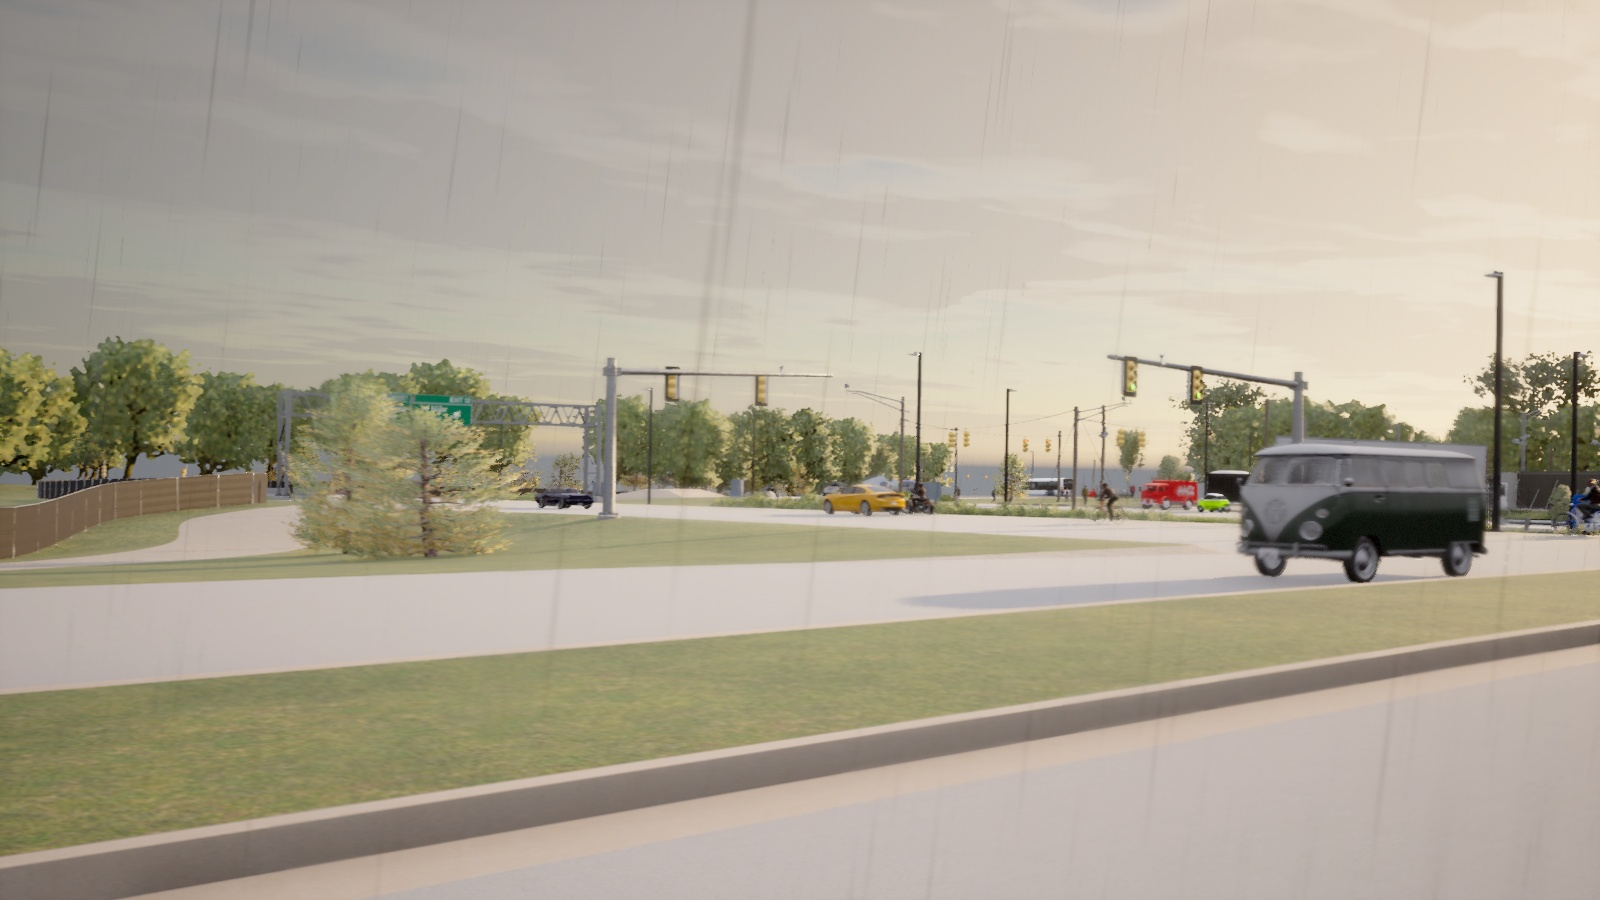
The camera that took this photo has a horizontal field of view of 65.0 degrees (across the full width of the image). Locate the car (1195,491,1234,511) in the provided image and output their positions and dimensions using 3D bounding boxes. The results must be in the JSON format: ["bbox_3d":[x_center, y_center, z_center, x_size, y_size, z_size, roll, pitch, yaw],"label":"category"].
[{"bbox_3d":[29.763,3.680,90.202,1.481,1.376,2.207,1,-1,-34],"label":"car"}]

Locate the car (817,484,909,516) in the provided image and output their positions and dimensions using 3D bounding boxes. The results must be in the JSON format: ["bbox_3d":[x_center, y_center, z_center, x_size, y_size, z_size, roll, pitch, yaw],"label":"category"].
[{"bbox_3d":[3.036,2.429,61.587,1.882,1.535,5.008,1,-2,-34],"label":"car"}]

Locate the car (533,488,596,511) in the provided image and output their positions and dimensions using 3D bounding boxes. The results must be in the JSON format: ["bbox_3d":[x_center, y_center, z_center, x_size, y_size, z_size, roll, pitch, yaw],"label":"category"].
[{"bbox_3d":[-13.860,2.880,73.839,1.895,1.301,4.718,1,-2,-34],"label":"car"}]

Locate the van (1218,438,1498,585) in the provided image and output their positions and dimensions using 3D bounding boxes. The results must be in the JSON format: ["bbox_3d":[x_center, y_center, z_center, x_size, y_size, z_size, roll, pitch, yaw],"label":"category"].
[{"bbox_3d":[8.467,0.901,18.926,4.442,1.987,1.775,2,-2,-34],"label":"van"}]

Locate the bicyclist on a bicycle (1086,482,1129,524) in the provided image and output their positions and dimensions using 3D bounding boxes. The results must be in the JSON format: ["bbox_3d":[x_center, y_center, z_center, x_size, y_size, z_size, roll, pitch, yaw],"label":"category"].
[{"bbox_3d":[11.912,2.045,48.649,0.582,1.620,1.656,1,-2,-34],"label":"bicyclist on a bicycle"}]

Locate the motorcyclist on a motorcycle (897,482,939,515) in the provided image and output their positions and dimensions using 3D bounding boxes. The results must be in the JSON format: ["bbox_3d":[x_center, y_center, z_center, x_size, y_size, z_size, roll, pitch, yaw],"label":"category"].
[{"bbox_3d":[5.950,2.461,63.525,0.766,1.649,2.350,1,-2,-34],"label":"motorcyclist on a motorcycle"}]

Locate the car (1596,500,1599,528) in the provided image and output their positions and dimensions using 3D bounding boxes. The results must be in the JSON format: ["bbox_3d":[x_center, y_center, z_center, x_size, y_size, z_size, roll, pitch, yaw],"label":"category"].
[{"bbox_3d":[40.627,3.145,61.668,1.481,1.376,2.207,1,-2,-34],"label":"car"}]

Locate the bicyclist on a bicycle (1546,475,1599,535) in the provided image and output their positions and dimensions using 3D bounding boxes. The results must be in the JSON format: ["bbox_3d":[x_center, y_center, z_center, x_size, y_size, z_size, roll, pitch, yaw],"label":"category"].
[{"bbox_3d":[23.602,1.642,37.809,0.659,1.776,1.843,1,-2,-35],"label":"bicyclist on a bicycle"}]
